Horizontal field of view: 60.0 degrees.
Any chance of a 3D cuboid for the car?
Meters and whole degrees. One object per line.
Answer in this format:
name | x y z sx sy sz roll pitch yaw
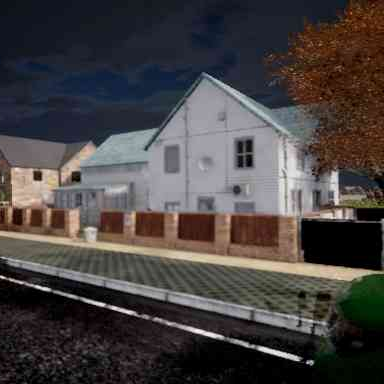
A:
car | 3.734 1.200 2.099 5.566 2.045 2.150 -1 -1 35
